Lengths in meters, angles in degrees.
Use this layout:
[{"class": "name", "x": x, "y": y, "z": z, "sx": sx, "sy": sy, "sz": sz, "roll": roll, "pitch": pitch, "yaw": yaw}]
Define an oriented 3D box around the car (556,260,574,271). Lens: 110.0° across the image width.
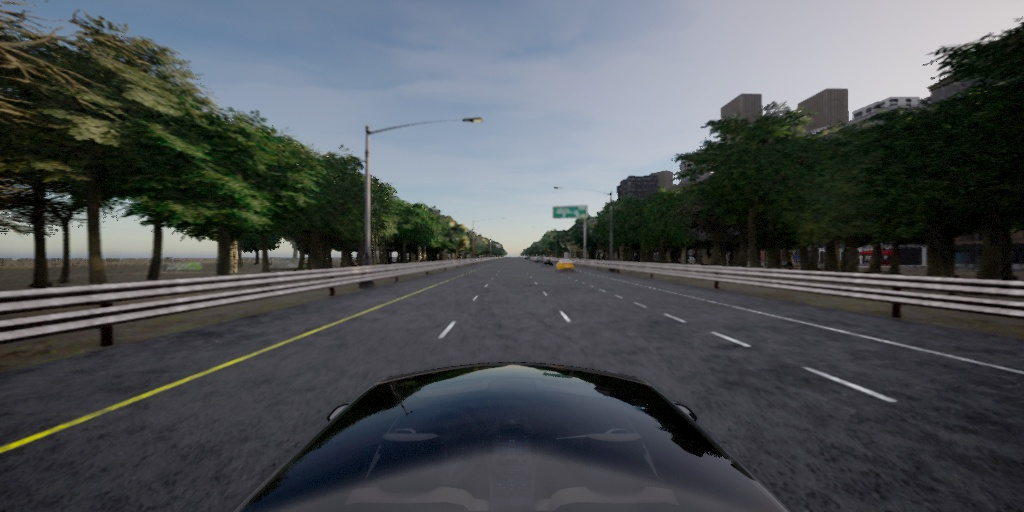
[{"class": "car", "x": 7.108, "y": 1.229, "z": 48.458, "sx": 1.882, "sy": 1.535, "sz": 5.008, "roll": 0, "pitch": 0, "yaw": 0}]
